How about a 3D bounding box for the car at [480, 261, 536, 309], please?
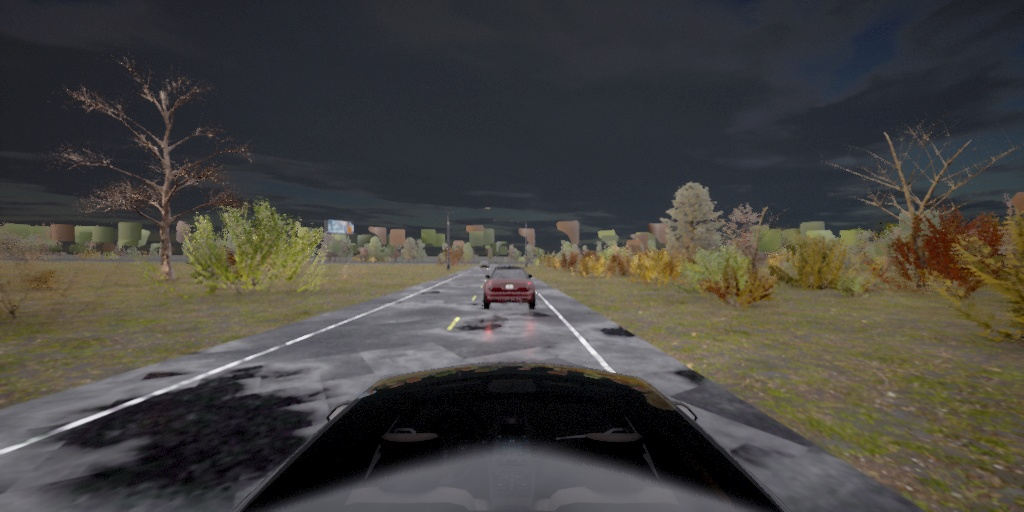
[{"bbox_3d":[-0.136,1.232,15.981,2.097,1.767,4.553,0,-1,-1],"label":"car"}]
